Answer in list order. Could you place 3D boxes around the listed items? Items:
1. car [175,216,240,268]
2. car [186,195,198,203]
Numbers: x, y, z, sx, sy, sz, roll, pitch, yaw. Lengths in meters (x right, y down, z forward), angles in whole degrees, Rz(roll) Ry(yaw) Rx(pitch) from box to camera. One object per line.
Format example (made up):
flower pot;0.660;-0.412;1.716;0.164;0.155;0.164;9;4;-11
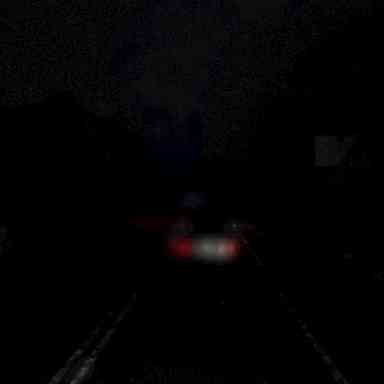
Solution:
car;0.546;1.494;11.069;2.033;1.411;5.357;0;0;4
car;0.007;1.239;60.672;1.812;1.442;4.674;0;0;4
